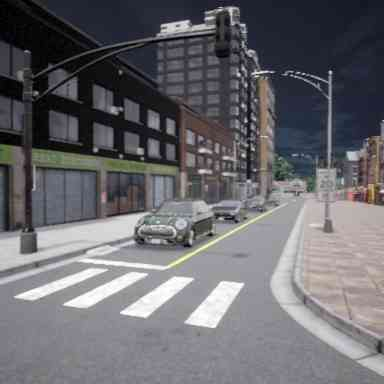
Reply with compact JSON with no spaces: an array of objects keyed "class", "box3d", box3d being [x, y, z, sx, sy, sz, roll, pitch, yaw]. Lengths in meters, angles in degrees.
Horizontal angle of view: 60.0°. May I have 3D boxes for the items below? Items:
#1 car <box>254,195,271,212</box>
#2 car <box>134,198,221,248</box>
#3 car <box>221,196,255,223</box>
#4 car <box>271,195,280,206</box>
[{"class":"car","box3d":[6.247,1.141,32.624,1.837,1.490,4.892,1,0,20]},{"class":"car","box3d":[-0.518,1.088,13.552,2.097,1.767,4.553,1,1,19]},{"class":"car","box3d":[2.660,1.220,22.614,2.033,1.411,5.357,1,1,19]},{"class":"car","box3d":[11.018,1.140,45.821,1.837,1.490,4.892,1,0,20]}]
